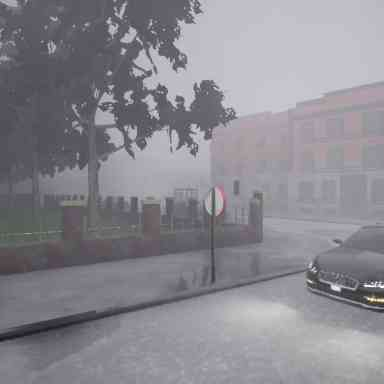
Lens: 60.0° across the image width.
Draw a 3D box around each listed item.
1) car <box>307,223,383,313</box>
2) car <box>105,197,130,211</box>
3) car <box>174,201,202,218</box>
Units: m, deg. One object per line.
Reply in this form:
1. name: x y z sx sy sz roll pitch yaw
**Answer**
1. car: 4.595 1.505 7.514 4.892 1.490 1.837 0 2 -36
2. car: -9.026 1.352 40.686 2.097 1.767 4.553 0 0 -35
3. car: -0.156 1.526 28.258 1.812 1.442 4.674 0 0 -36
